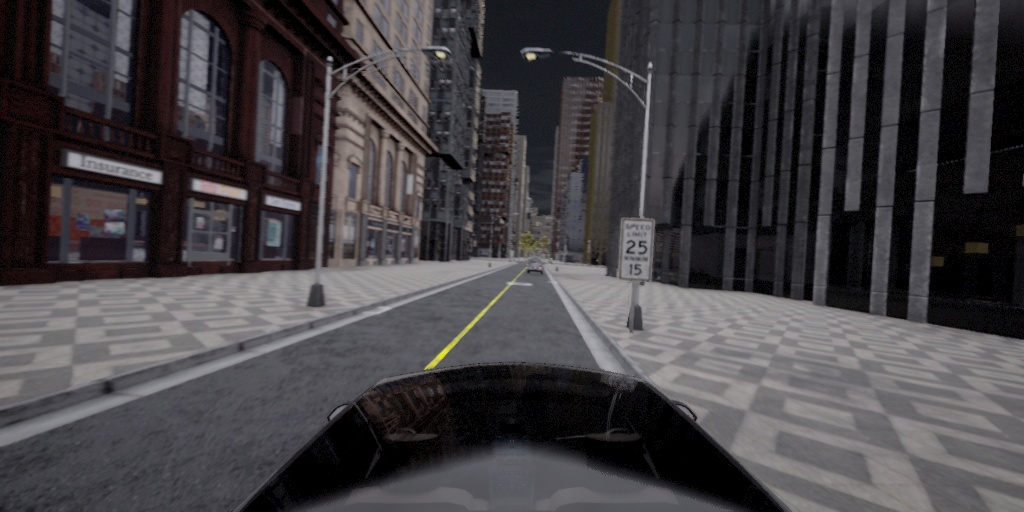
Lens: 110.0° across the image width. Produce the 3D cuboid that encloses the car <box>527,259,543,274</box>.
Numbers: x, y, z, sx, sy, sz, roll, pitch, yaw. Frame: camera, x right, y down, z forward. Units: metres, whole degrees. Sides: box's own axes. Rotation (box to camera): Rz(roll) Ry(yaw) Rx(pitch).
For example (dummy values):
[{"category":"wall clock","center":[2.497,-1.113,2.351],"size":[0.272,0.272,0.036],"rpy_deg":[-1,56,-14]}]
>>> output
[{"category":"car","center":[2.762,1.377,42.532],"size":[2.033,1.411,5.357],"rpy_deg":[3,0,4]}]
